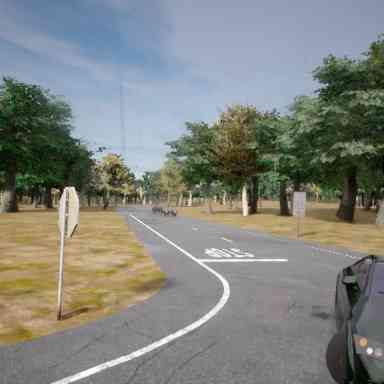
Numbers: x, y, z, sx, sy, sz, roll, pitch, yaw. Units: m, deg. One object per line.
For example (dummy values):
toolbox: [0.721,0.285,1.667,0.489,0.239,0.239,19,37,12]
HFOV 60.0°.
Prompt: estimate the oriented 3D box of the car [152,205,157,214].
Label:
car: [-5.709,2.959,56.887,1.882,1.535,5.008,3,-2,-14]

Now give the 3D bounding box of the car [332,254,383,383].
car: [3.113,1.643,4.634,1.994,1.385,4.181,1,-1,22]

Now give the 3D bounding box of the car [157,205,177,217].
car: [-3.457,2.848,48.040,1.895,1.301,4.718,3,-2,-13]
